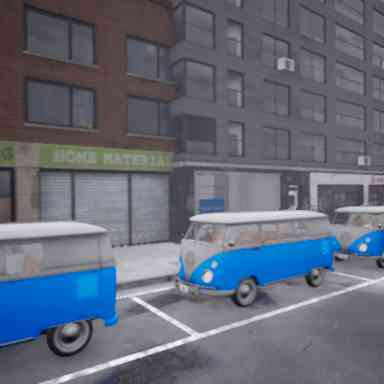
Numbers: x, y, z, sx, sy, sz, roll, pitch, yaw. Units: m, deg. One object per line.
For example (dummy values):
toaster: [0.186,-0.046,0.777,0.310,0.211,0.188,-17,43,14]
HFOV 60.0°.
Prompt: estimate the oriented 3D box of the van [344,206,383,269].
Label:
van: [6.104,1.347,10.898,3.998,1.788,1.690,0,-1,-35]

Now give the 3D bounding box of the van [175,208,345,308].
van: [1.556,1.345,7.655,3.998,1.788,1.690,0,-1,-35]

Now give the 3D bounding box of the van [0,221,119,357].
van: [-2.993,1.341,4.411,3.998,1.788,1.690,0,-1,-35]
